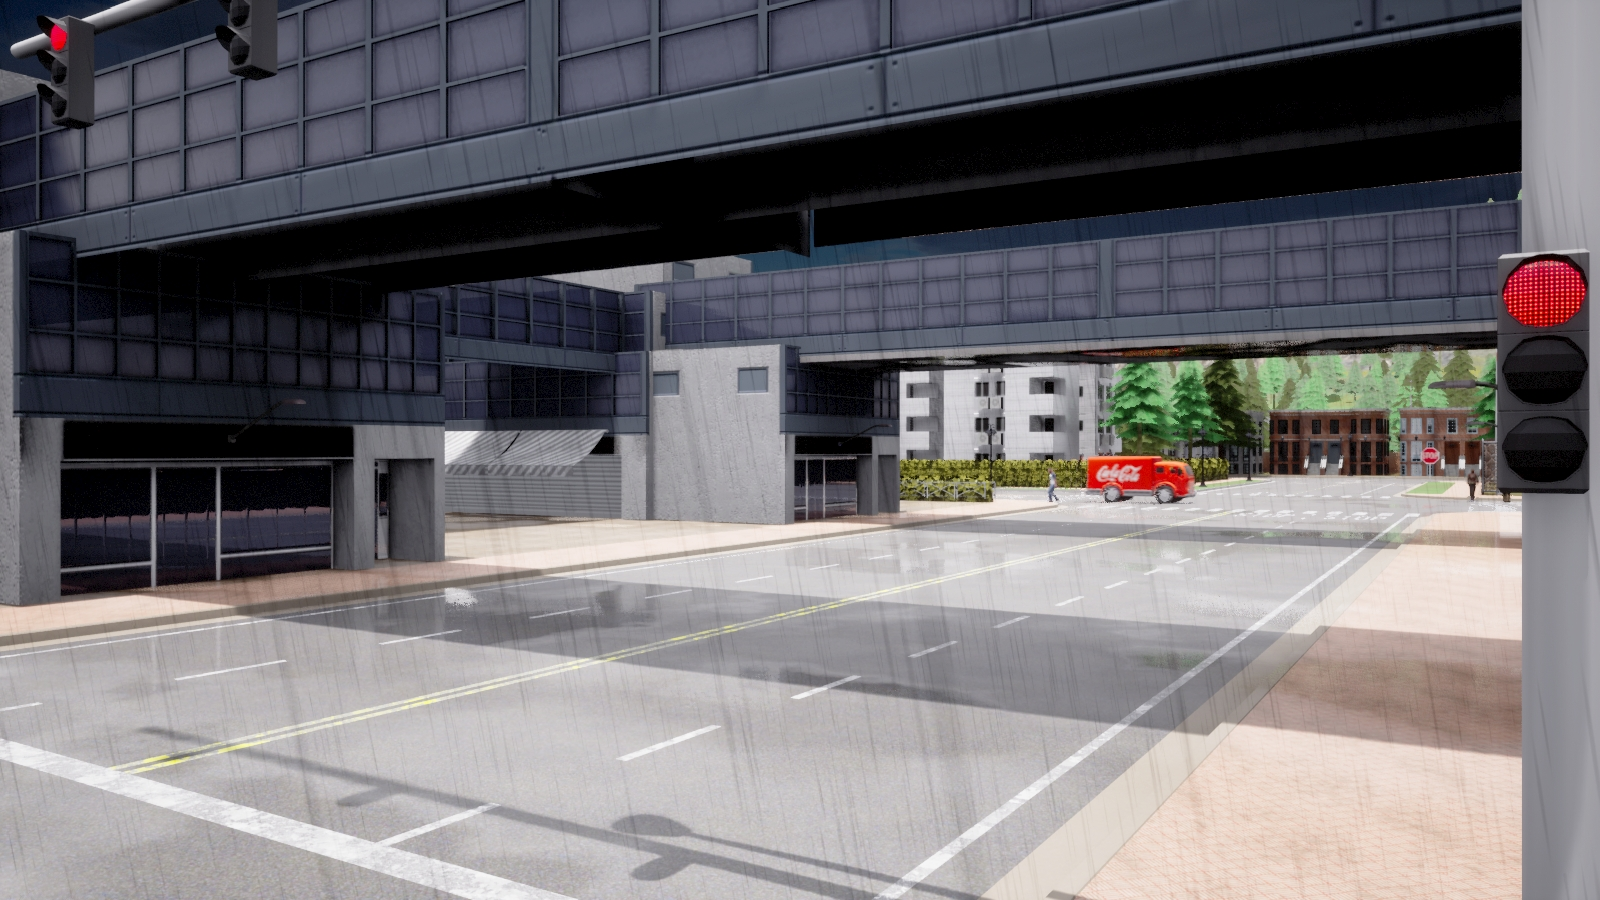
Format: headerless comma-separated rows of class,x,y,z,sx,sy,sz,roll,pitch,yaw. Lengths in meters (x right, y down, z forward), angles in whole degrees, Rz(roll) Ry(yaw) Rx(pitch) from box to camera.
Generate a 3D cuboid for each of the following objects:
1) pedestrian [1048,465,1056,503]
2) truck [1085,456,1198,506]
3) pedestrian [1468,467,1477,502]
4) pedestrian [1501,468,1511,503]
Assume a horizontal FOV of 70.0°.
pedestrian,12.663,1.696,57.350,0.375,1.860,0.375,0,0,7
truck,17.953,1.568,60.053,5.204,2.467,2.627,0,0,31
pedestrian,35.915,1.849,61.023,0.375,1.860,0.375,0,0,32
pedestrian,36.846,1.848,59.628,0.375,1.860,0.375,0,0,18
